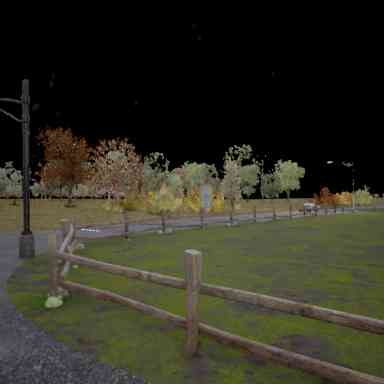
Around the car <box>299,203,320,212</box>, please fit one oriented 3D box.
[{"bbox_3d":[18.794,2.449,53.016,2.033,1.411,5.357,-1,-2,40],"label":"car"}]
